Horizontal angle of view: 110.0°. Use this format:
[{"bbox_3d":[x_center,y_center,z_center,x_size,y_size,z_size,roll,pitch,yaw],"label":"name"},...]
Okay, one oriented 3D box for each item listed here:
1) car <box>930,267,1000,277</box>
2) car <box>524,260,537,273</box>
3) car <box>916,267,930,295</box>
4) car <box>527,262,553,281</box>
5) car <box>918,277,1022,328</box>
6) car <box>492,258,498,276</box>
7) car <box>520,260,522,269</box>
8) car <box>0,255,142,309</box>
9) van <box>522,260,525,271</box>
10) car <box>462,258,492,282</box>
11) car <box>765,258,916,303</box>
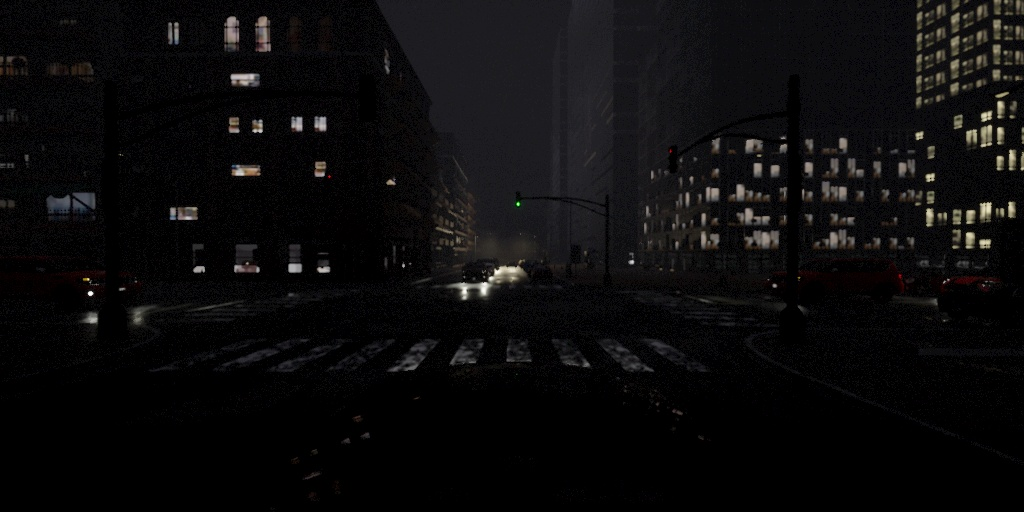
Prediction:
[{"bbox_3d":[24.087,1.298,17.510,4.553,1.767,2.097,0,0,1],"label":"car"},{"bbox_3d":[2.614,1.410,37.628,1.967,1.591,4.097,0,0,0],"label":"car"},{"bbox_3d":[23.352,1.359,20.248,4.097,1.591,1.967,0,0,1],"label":"car"},{"bbox_3d":[2.621,1.483,31.983,1.888,1.381,4.507,0,0,0],"label":"car"},{"bbox_3d":[16.703,1.515,11.692,4.403,1.370,2.007,0,0,1],"label":"car"},{"bbox_3d":[-3.147,1.216,41.867,2.150,2.045,5.566,0,0,0],"label":"car"},{"bbox_3d":[2.594,1.610,54.566,1.888,1.381,4.507,0,0,0],"label":"car"},{"bbox_3d":[-18.856,1.004,14.847,5.566,2.045,2.150,0,0,1],"label":"car"},{"bbox_3d":[2.601,1.375,48.920,1.690,1.789,3.998,0,0,0],"label":"van"},{"bbox_3d":[-3.108,1.286,31.279,2.097,1.767,4.553,0,0,-1],"label":"car"},{"bbox_3d":[15.696,1.130,17.617,5.566,2.045,2.150,0,1,1],"label":"car"}]
